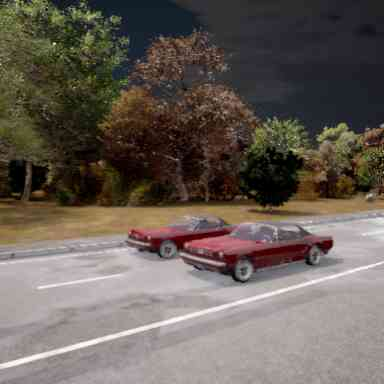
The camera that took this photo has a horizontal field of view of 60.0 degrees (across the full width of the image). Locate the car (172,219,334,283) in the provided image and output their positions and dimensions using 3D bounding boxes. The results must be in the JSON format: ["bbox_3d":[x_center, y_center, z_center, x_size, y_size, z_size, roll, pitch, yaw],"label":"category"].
[{"bbox_3d":[2.009,1.554,9.703,4.718,1.301,1.895,-1,0,-36],"label":"car"}]

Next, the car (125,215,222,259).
[{"bbox_3d":[-0.046,1.553,12.539,4.718,1.301,1.895,-1,0,-35],"label":"car"}]
